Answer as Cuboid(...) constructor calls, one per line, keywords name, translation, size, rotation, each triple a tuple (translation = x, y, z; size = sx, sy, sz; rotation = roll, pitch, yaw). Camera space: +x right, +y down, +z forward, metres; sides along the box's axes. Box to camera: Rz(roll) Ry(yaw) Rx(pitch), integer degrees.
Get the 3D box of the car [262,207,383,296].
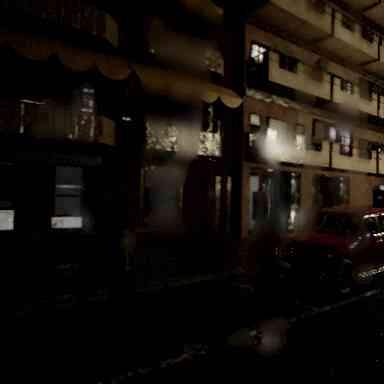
Cuboid(name="car", translation=(4.172, 1.364, 9.043), size=(5.009, 1.841, 2.192), rotation=(0, 1, -35))
